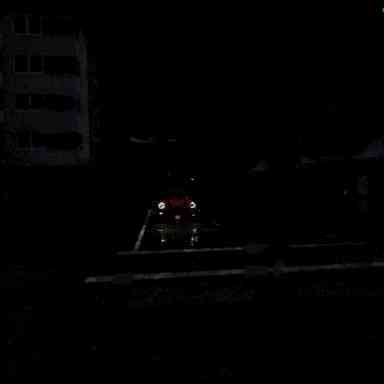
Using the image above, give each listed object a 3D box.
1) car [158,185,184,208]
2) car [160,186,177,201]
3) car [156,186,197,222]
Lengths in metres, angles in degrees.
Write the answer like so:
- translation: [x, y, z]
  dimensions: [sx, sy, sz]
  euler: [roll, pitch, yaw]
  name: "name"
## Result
- translation: [-1.875, 0.298, 28.814]
  dimensions: [2.097, 1.767, 4.553]
  euler: [-1, 2, -5]
  name: "car"
- translation: [-2.789, 0.126, 38.766]
  dimensions: [1.837, 1.490, 4.892]
  euler: [-1, 2, -5]
  name: "car"
- translation: [-0.941, 0.621, 18.911]
  dimensions: [2.097, 1.767, 4.553]
  euler: [-1, 2, -5]
  name: "car"
